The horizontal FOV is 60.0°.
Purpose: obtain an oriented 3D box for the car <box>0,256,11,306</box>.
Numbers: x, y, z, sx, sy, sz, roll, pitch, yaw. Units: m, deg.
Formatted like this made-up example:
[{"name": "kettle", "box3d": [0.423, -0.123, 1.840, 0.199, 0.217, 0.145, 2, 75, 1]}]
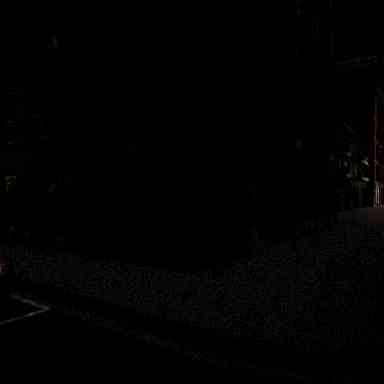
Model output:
[{"name": "car", "box3d": [-5.532, 1.479, 6.790, 4.097, 1.590, 1.967, 0, 0, 35]}]
